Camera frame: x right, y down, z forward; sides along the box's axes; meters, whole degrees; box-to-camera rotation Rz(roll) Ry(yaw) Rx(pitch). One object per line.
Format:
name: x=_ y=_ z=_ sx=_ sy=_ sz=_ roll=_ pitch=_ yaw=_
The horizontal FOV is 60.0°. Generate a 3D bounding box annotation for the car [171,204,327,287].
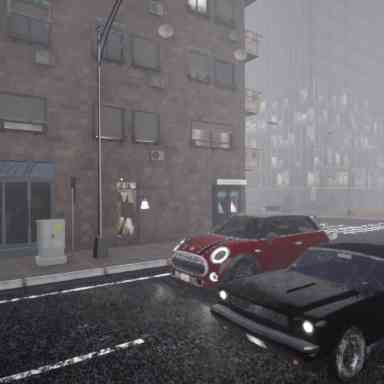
car: x=1.668 y=1.351 z=8.869 sx=4.553 sy=1.767 sz=2.097 roll=0 pitch=0 yaw=-36

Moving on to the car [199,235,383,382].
car: x=2.618 y=1.600 z=5.556 sx=4.718 sy=1.301 sz=1.895 roll=0 pitch=0 yaw=-36

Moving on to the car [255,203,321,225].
car: x=7.726 y=1.758 z=27.303 sx=2.128 sy=1.511 sz=4.902 roll=-1 pitch=-1 yaw=-35
